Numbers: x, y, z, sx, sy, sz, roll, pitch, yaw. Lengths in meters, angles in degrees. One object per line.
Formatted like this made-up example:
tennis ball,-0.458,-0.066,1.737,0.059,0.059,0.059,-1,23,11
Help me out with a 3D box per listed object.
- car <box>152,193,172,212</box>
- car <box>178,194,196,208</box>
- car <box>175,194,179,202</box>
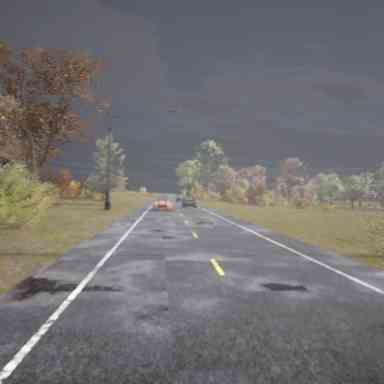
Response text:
car,-3.339,1.232,37.537,2.097,1.767,4.553,1,0,-5
car,-0.462,1.430,47.393,2.128,1.511,4.902,1,0,-5
car,-2.318,1.226,68.732,2.097,1.767,4.553,1,0,-4
